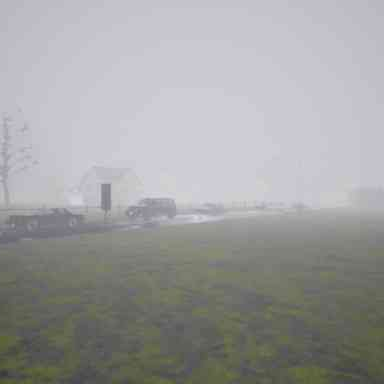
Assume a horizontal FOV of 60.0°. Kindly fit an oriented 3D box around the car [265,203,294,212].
[{"bbox_3d":[12.981,2.261,49.287,1.895,1.301,4.718,1,0,35],"label":"car"}]

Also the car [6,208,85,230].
[{"bbox_3d":[-9.716,1.753,22.333,1.895,1.301,4.718,1,0,35],"label":"car"}]

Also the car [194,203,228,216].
[{"bbox_3d":[2.379,1.984,39.395,2.033,1.411,5.357,1,0,35],"label":"car"}]

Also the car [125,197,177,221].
[{"bbox_3d":[-3.643,1.518,30.903,2.150,2.045,5.566,1,0,35],"label":"car"}]

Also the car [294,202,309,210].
[{"bbox_3d":[18.822,2.353,57.524,1.994,1.385,4.181,1,0,35],"label":"car"}]

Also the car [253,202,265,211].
[{"bbox_3d":[11.285,2.294,51.816,1.895,1.301,4.718,1,0,35],"label":"car"}]
